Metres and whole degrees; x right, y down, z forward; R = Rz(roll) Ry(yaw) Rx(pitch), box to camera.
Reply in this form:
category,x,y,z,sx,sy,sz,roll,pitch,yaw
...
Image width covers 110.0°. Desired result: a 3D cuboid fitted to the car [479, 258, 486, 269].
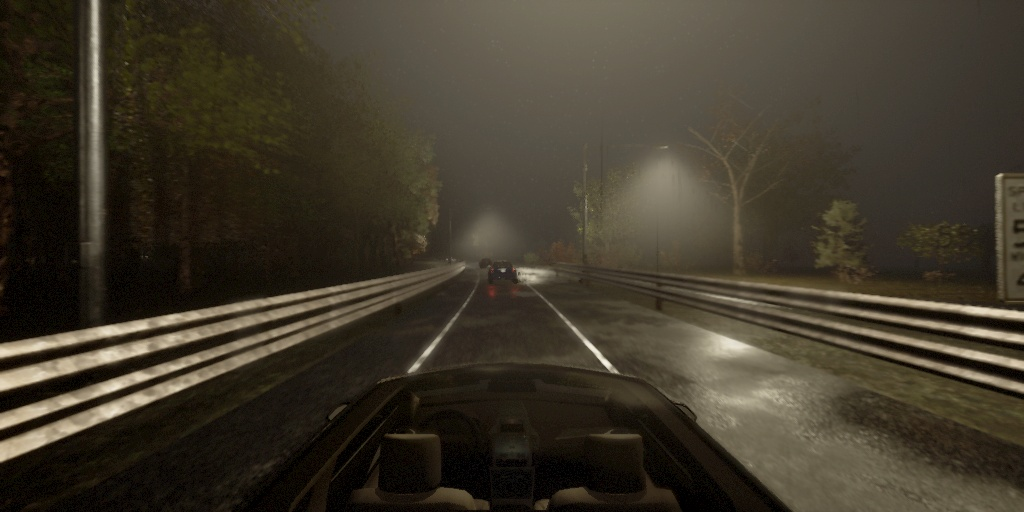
category,x,y,z,sx,sy,sz,roll,pitch,yaw
car,-4.389,1.129,59.513,2.097,1.767,4.553,0,0,-9

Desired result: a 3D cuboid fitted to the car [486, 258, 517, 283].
category,x,y,z,sx,sy,sz,roll,pitch,yaw
car,-0.817,1.115,28.293,2.097,1.767,4.553,0,0,-4
